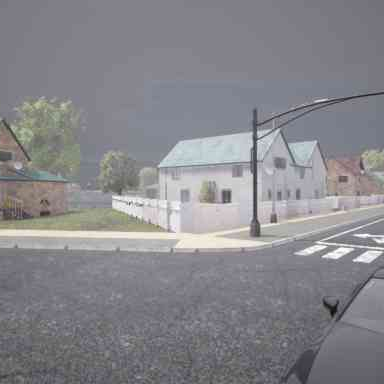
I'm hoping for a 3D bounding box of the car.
[{"bbox_3d":[2.526,1.524,3.407,1.812,1.442,4.674,0,0,42],"label":"car"}]
